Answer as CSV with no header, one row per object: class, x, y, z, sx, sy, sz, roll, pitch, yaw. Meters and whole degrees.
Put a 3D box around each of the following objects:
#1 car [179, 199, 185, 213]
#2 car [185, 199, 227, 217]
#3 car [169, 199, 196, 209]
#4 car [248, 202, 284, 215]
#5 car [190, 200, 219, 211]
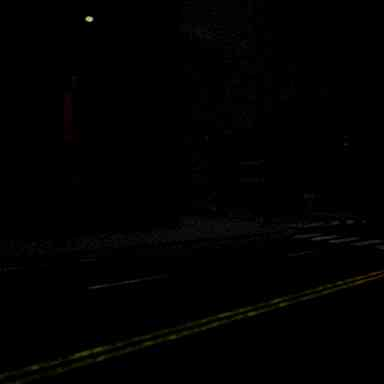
car,-1.644,1.546,36.440,1.967,1.590,4.097,1,0,-35
car,1.544,1.547,31.945,1.967,1.590,4.097,1,0,-35
car,-1.476,1.754,50.071,1.947,1.339,4.313,1,0,-35
car,8.089,1.755,36.585,1.947,1.339,4.313,1,0,-35
car,1.712,1.769,45.576,1.802,1.307,4.206,1,0,-35
